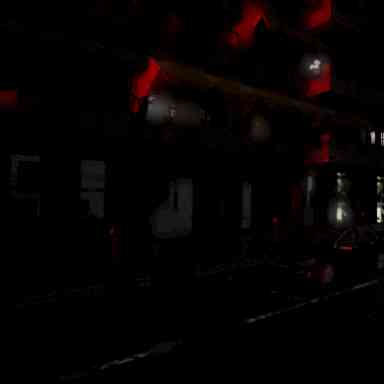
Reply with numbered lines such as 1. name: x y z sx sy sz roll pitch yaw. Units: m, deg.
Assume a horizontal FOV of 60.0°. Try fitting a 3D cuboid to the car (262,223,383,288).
1. car: 3.840 1.572 9.296 4.403 1.369 2.008 0 1 -36
